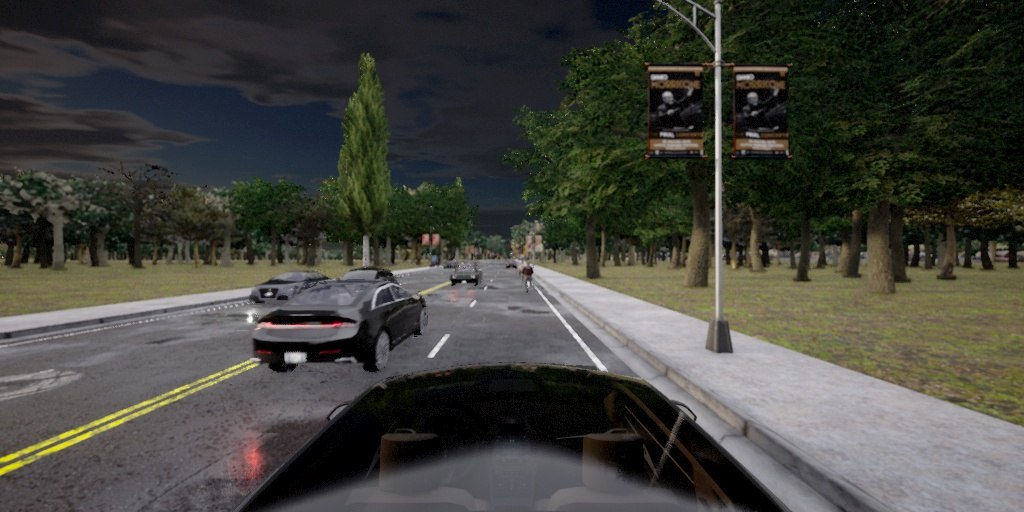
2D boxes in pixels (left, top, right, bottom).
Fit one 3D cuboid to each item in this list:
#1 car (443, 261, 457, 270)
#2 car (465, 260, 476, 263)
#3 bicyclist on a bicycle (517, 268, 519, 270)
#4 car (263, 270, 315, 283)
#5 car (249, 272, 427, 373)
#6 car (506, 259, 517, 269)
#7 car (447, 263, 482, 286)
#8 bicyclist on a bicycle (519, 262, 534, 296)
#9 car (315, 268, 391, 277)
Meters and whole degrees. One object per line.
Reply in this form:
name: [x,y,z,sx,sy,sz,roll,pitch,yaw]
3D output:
car: [-10.013,1.507,58.892,1.994,1.385,4.181,0,0,0]
car: [-6.765,1.430,58.408,2.128,1.511,4.902,0,0,0]
bicyclist on a bicycle: [0.832,1.273,28.518,0.866,1.612,1.509,0,0,-1]
car: [-9.890,1.368,16.560,1.994,1.385,4.181,0,0,0]
car: [-3.161,1.263,7.639,2.128,1.511,4.902,0,0,0]
car: [-0.095,1.549,62.624,1.895,1.301,4.718,0,0,0]
car: [-3.222,1.432,26.186,1.895,1.301,4.718,0,0,0]
bicyclist on a bicycle: [0.845,1.176,19.040,0.659,1.776,1.843,0,0,0]
car: [-6.640,1.306,16.350,1.837,1.490,4.892,0,0,0]
